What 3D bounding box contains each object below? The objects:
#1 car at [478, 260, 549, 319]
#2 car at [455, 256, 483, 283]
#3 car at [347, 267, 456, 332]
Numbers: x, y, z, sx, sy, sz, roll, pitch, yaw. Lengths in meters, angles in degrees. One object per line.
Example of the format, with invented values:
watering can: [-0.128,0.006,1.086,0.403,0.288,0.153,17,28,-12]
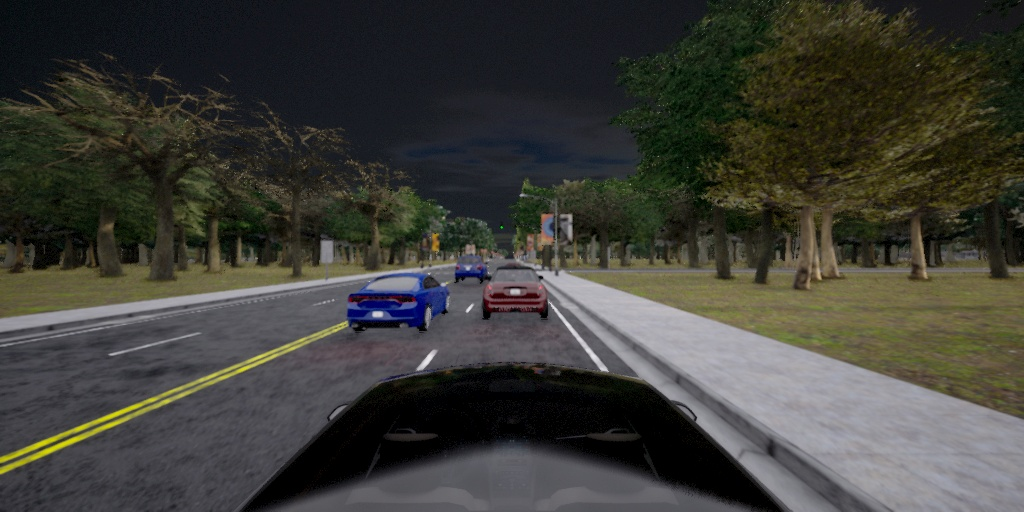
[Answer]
car: [0.101,1.113,13.035,2.097,1.767,4.553,0,0,0]
car: [-3.147,1.002,28.282,2.150,2.045,5.566,0,0,0]
car: [-3.149,1.237,10.898,1.882,1.535,5.008,0,0,0]
